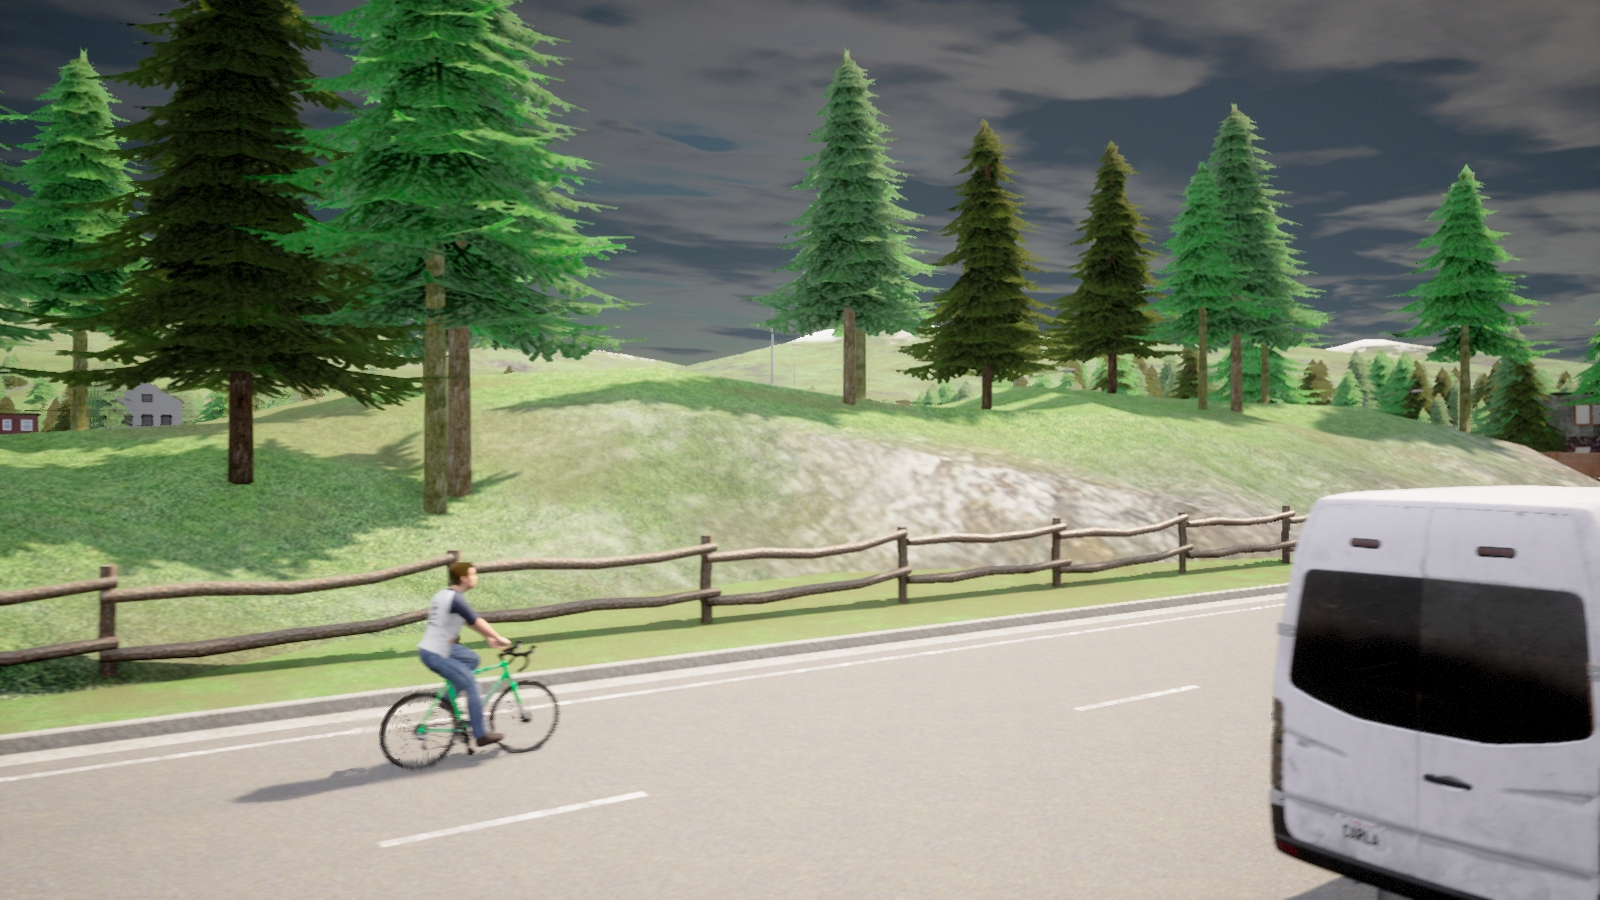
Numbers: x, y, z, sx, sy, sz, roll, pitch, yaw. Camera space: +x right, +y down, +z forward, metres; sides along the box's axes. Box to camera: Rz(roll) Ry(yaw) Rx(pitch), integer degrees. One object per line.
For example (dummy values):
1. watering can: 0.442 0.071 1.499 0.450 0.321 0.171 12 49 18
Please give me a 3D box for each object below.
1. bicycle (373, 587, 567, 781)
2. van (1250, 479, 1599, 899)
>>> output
1. bicycle: -2.943 2.054 10.285 1.643 1.496 0.373 1 0 -35
2. van: 5.722 1.531 7.830 5.915 2.561 1.988 0 0 -35
